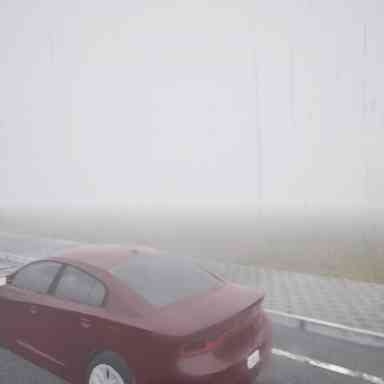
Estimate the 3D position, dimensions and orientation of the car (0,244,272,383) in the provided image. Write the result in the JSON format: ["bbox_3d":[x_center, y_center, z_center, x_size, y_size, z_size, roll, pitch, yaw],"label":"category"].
[{"bbox_3d":[-1.411,1.496,4.721,5.008,1.535,1.882,0,0,36],"label":"car"}]
